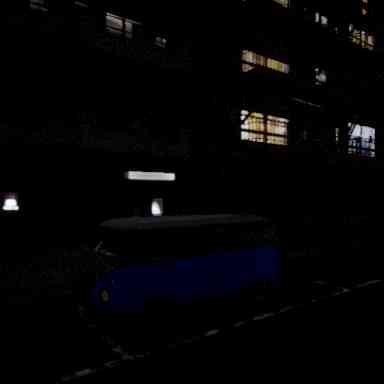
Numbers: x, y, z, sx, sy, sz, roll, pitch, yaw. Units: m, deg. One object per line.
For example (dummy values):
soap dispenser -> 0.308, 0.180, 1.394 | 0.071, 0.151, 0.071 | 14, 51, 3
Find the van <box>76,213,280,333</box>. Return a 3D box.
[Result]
van -> -0.055, 1.344, 6.512 | 3.998, 1.788, 1.690 | 0, 0, -35
